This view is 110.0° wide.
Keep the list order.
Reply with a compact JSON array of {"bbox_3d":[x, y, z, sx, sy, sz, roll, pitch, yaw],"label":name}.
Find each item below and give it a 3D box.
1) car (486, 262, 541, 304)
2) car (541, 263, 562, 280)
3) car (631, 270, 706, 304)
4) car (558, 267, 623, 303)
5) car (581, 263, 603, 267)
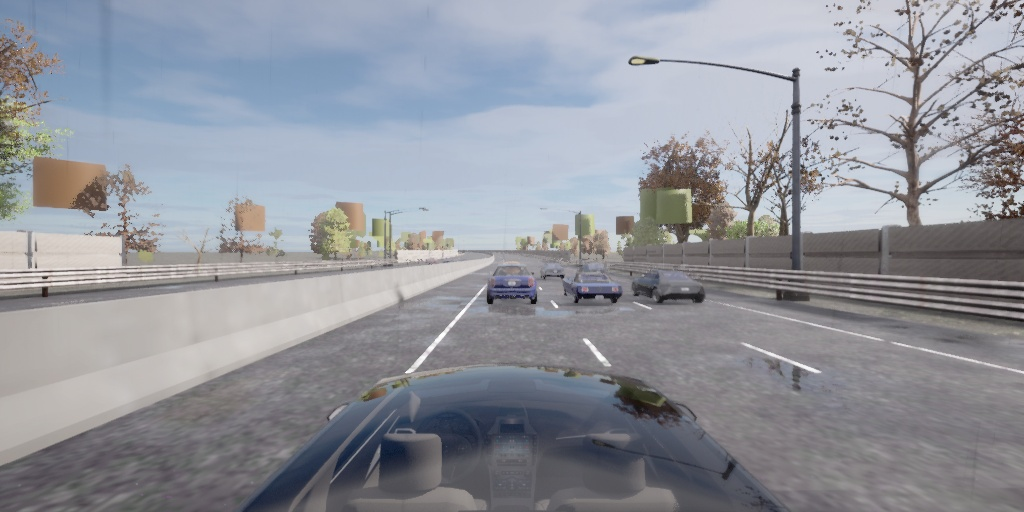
[{"bbox_3d":[0.000,1.114,16.470,2.097,1.767,4.553,0,0,0],"label":"car"},{"bbox_3d":[3.500,1.311,31.500,2.033,1.411,5.357,0,0,0],"label":"car"},{"bbox_3d":[7.000,1.321,16.500,1.994,1.385,4.181,0,0,0],"label":"car"},{"bbox_3d":[3.500,1.365,16.530,1.895,1.301,4.718,0,0,0],"label":"car"},{"bbox_3d":[7.000,1.311,31.500,2.033,1.411,5.357,0,0,0],"label":"car"}]
